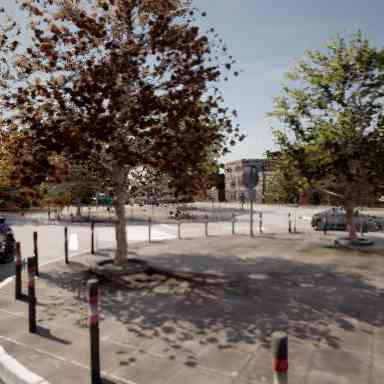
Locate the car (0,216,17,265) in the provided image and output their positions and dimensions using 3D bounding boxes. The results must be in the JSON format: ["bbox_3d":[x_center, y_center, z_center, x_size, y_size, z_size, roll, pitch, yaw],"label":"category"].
[{"bbox_3d":[-6.489,1.288,8.772,2.150,2.045,5.566,-1,0,-13],"label":"car"}]

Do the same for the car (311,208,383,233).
[{"bbox_3d":[9.431,1.660,20.125,4.181,1.385,1.994,0,-1,23],"label":"car"}]

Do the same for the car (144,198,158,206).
[{"bbox_3d":[-7.700,1.853,65.011,1.882,1.535,5.008,0,-1,-3],"label":"car"}]

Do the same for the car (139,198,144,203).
[{"bbox_3d":[-10.331,1.992,75.011,1.882,1.535,5.008,0,-1,-21],"label":"car"}]

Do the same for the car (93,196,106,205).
[{"bbox_3d":[-17.894,1.804,71.501,5.566,2.045,2.435,0,-1,-21],"label":"car"}]

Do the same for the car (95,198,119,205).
[{"bbox_3d":[-18.857,2.121,73.983,4.892,1.521,2.231,0,-1,-21],"label":"car"}]

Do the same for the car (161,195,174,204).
[{"bbox_3d":[-7.816,1.859,79.367,5.566,2.045,2.435,0,-2,-21],"label":"car"}]

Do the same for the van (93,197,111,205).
[{"bbox_3d":[-23.655,2.335,87.099,4.442,1.987,1.878,0,-2,-20],"label":"van"}]
